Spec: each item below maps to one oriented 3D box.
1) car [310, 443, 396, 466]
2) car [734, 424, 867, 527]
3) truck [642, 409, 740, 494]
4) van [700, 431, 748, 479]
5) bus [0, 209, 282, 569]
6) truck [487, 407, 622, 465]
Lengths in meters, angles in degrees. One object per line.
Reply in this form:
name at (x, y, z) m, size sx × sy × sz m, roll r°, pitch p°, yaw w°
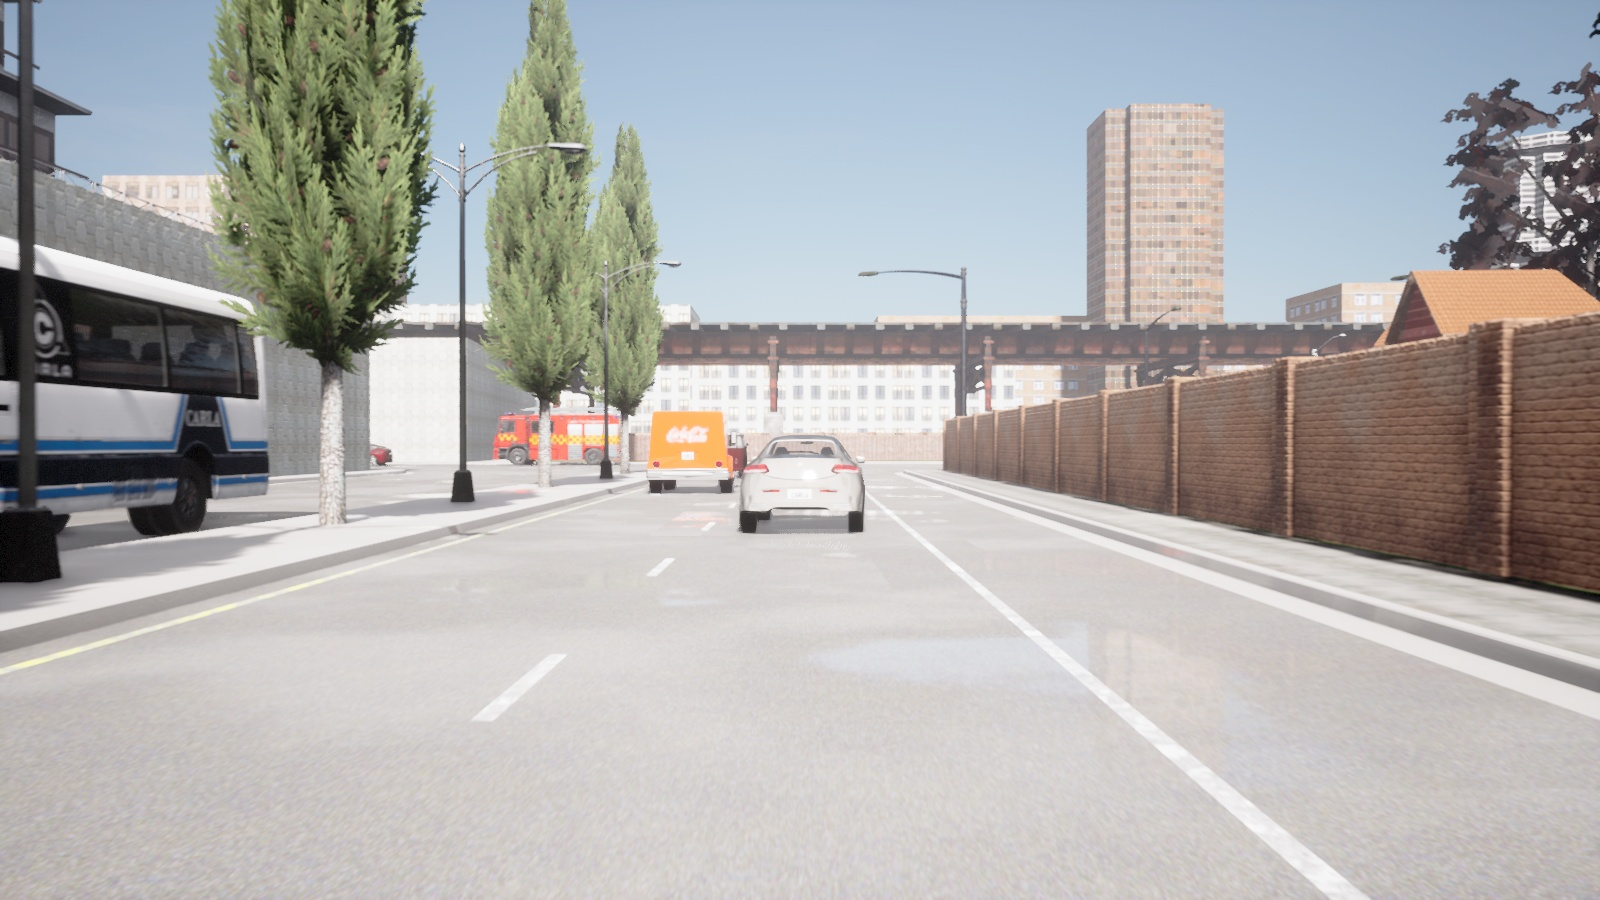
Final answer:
car at (-28.765, 0.267, 80.919) m, size 4.792 × 1.488 × 2.163 m, roll 0°, pitch 0°, yaw 1°
car at (0.118, 0.396, 22.853) m, size 2.152 × 1.651 × 5.027 m, roll 0°, pitch 0°, yaw 3°
truck at (-3.295, 0.036, 39.150) m, size 2.627 × 2.467 × 5.204 m, roll 0°, pitch 0°, yaw 0°
van at (-3.222, 0.191, 54.215) m, size 1.775 × 1.987 × 4.442 m, roll 0°, pitch 0°, yaw 0°
bus at (-11.398, -0.738, 17.614) m, size 3.944 × 4.253 × 10.273 m, roll 0°, pitch 0°, yaw 0°
truck at (-16.393, -0.906, 84.236) m, size 8.468 × 3.827 × 2.891 m, roll 0°, pitch 0°, yaw 1°
